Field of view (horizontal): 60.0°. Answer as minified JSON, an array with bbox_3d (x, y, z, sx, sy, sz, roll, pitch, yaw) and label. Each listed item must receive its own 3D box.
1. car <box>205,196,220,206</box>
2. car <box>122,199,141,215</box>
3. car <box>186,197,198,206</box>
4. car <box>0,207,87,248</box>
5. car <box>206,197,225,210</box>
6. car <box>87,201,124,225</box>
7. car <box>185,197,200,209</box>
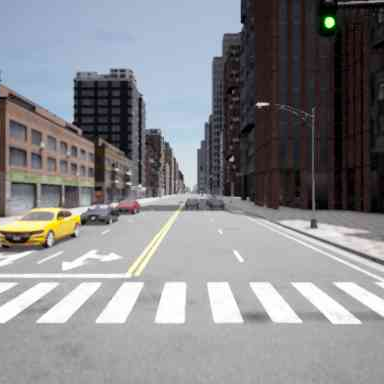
[{"bbox_3d":[3.259,1.485,54.208,2.128,1.511,4.902,0,0,0],"label":"car"},{"bbox_3d":[-6.557,1.478,34.674,1.882,1.535,5.008,0,0,0],"label":"car"},{"bbox_3d":[0.009,1.556,54.948,1.994,1.385,4.181,0,0,0],"label":"car"},{"bbox_3d":[-6.595,1.479,15.003,1.882,1.535,5.008,0,0,0],"label":"car"},{"bbox_3d":[3.257,1.490,43.788,2.128,1.511,4.902,0,0,0],"label":"car"},{"bbox_3d":[-6.579,1.566,24.253,1.994,1.385,4.181,0,0,1],"label":"car"},{"bbox_3d":[0.031,1.490,44.635,2.128,1.511,4.902,0,0,0],"label":"car"}]
